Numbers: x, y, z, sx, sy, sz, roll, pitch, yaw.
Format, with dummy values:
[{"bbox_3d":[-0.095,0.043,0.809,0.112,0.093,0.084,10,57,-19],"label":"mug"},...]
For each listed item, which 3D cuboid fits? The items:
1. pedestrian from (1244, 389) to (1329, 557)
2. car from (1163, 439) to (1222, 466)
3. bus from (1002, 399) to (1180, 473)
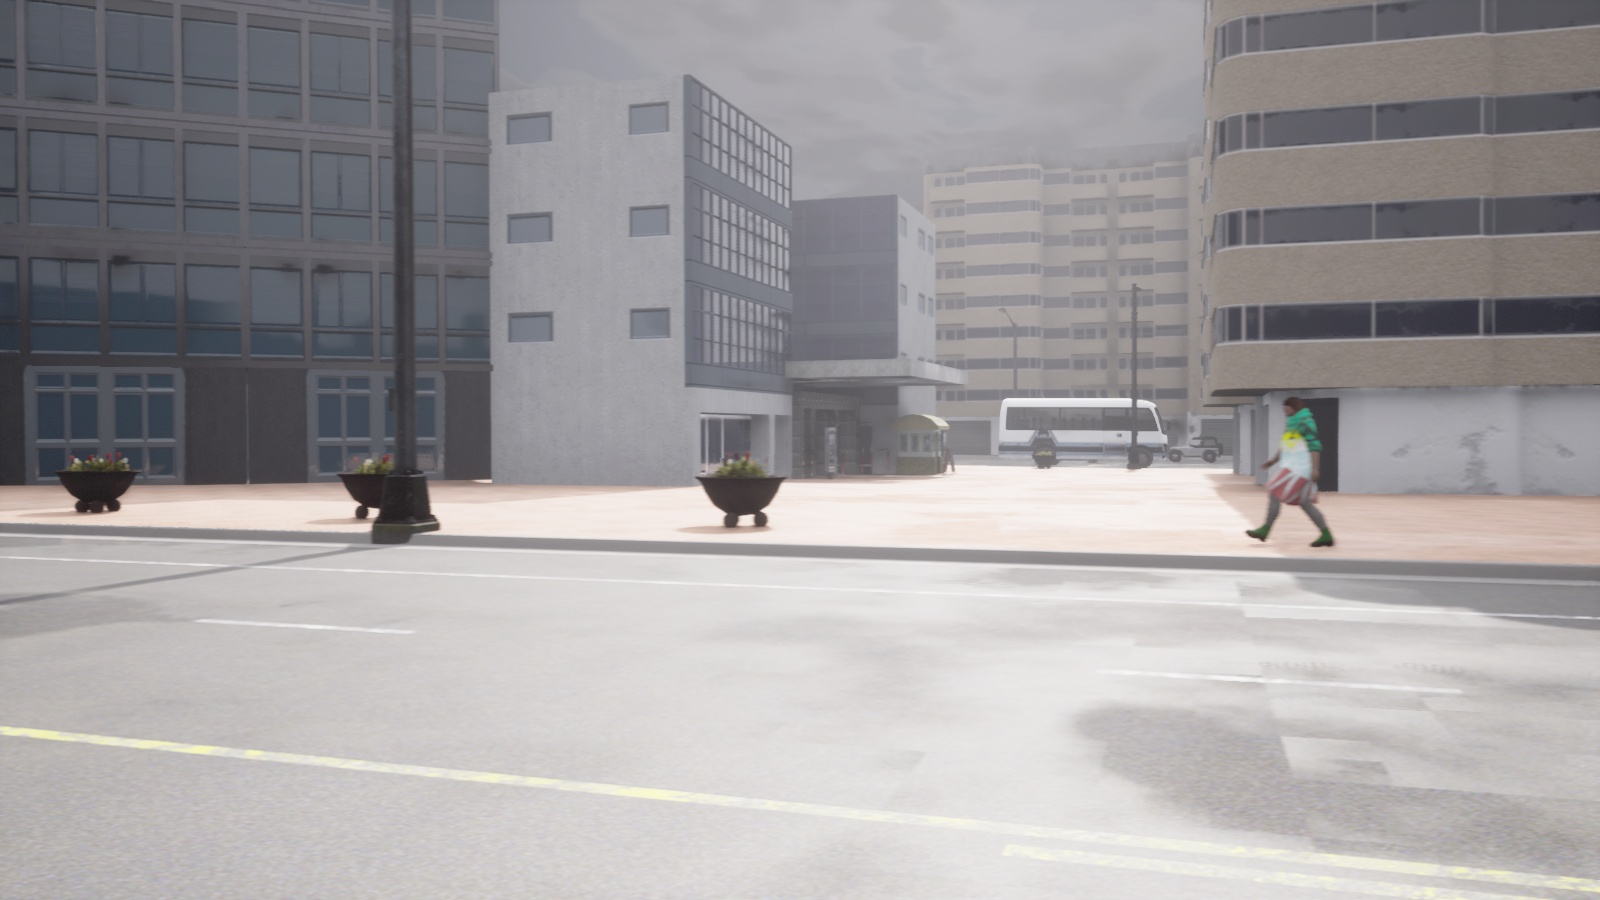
[{"bbox_3d":[5.813,0.262,15.052,0.873,1.952,0.659,0,1,16],"label":"pedestrian"},{"bbox_3d":[27.694,0.167,88.690,3.866,1.878,1.905,1,1,17],"label":"car"},{"bbox_3d":[17.878,-0.900,77.037,10.273,4.253,3.944,1,1,17],"label":"bus"}]
